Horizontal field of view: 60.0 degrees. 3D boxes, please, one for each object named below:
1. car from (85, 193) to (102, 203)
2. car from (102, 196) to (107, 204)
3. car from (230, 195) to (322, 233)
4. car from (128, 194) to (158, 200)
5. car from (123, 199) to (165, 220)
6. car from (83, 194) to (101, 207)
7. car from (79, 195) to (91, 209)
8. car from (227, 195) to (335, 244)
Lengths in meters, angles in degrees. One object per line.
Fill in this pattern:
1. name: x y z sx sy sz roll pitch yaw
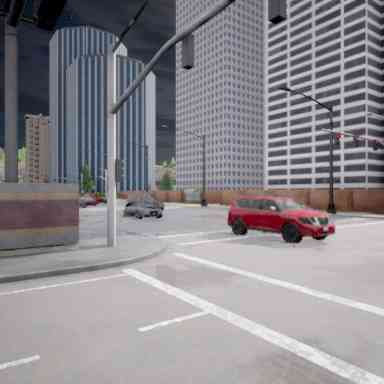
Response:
1. car: -19.163 1.222 61.829 2.150 2.045 5.566 0 0 -35
2. car: -16.571 1.547 64.210 2.033 1.411 5.357 0 0 -34
3. car: 5.094 1.221 20.999 2.150 2.045 5.566 0 0 -35
4. car: -5.074 1.220 35.415 2.150 2.045 5.566 0 0 -36
5. car: -4.170 1.564 28.064 1.994 1.385 4.181 0 0 -35
6. car: -16.258 1.477 51.408 1.882 1.535 5.008 0 0 -35
7. car: -15.446 1.506 44.102 1.837 1.490 4.892 0 0 -35
8. car: 4.084 1.222 16.353 2.150 2.045 5.566 0 0 -35
